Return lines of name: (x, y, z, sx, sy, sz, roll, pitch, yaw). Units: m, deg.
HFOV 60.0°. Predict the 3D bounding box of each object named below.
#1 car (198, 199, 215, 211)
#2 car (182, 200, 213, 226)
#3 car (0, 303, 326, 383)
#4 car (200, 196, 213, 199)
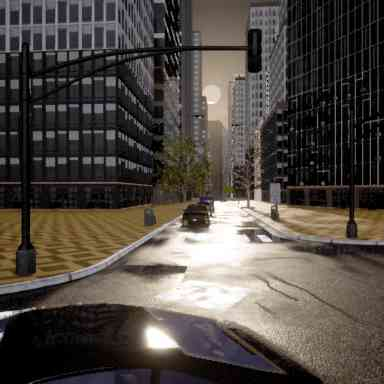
car: (1.193, 1.776, 35.336, 1.812, 1.442, 4.674, 0, 0, 5)
car: (0.388, 1.653, 25.148, 1.882, 1.535, 5.008, 0, 0, 5)
car: (-1.040, 1.577, 2.126, 4.181, 1.385, 1.994, 0, 0, -25)
car: (2.030, 1.553, 45.963, 2.150, 2.045, 5.566, 0, 0, 5)
